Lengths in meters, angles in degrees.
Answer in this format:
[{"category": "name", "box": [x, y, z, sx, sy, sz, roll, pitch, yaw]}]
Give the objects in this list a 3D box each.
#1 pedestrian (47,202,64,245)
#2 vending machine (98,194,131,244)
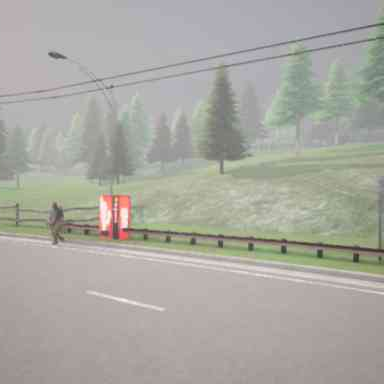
[{"category": "pedestrian", "box": [-5.511, 1.217, 13.484, 0.375, 1.860, 0.375, 0, 0, 28]}, {"category": "vending machine", "box": [-3.414, 1.125, 14.709, 0.880, 2.100, 1.100, 0, 0, 29]}]
